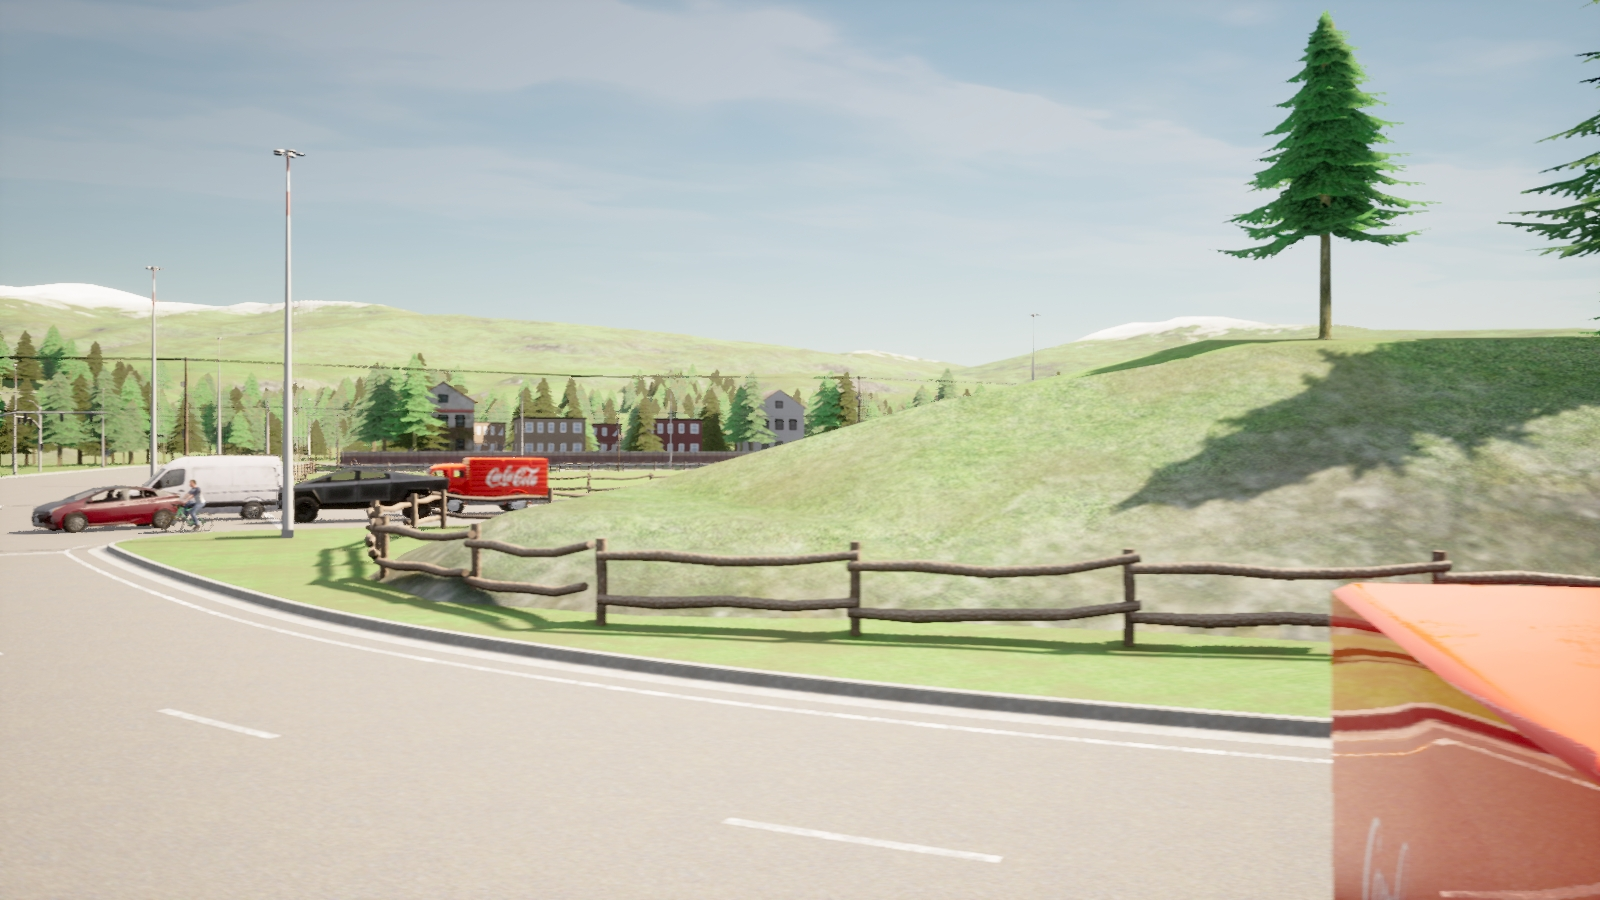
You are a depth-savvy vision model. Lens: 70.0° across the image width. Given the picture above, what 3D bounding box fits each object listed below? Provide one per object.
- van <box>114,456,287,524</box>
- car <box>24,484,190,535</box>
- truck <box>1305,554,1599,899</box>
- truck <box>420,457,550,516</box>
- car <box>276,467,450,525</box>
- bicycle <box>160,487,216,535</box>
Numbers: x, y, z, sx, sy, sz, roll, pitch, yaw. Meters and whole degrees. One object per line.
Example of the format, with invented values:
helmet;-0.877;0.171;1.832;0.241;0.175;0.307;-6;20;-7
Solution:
van;-23.767;1.519;45.420;5.915;2.561;1.988;0;-1;-33
car;-24.077;2.025;39.830;2.007;1.525;4.514;0;0;37
truck;3.741;1.571;1.670;5.204;2.467;2.627;0;0;17
truck;-13.856;1.557;50.221;5.204;2.467;2.627;0;0;-23
car;-17.164;1.742;44.996;6.274;2.098;2.390;0;0;-23
bicycle;-20.579;2.043;38.438;0.373;1.496;1.643;4;3;38
